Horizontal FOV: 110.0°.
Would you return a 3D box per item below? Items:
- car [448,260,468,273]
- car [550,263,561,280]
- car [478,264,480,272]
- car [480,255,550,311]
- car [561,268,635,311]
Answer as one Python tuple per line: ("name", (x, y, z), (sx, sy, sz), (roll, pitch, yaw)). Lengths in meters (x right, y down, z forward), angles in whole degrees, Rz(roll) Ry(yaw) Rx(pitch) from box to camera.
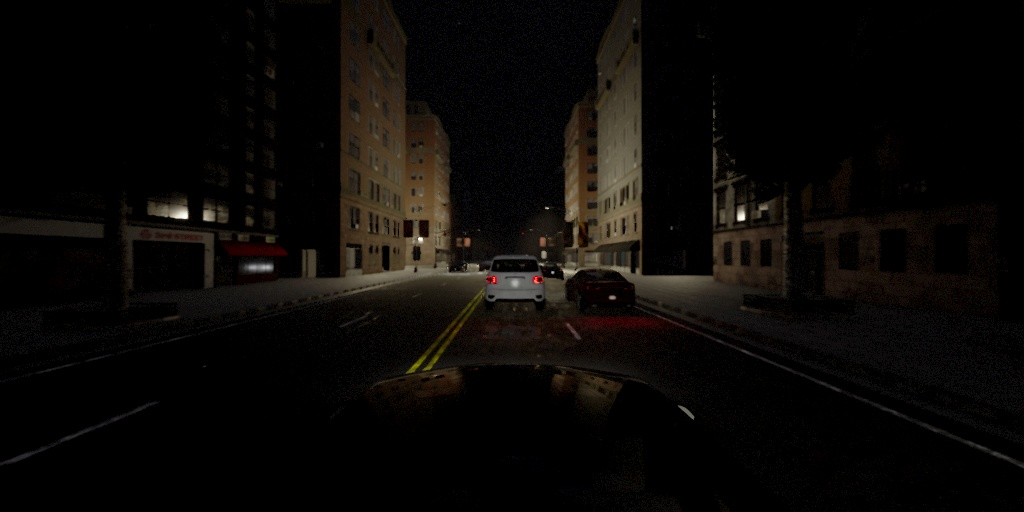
("car", (-6.521, 1.291, 43.881), (1.837, 1.490, 4.892), (0, 0, 1))
("car", (3.368, 1.340, 31.619), (1.994, 1.385, 4.181), (0, 0, 0))
("car", (-3.242, 1.334, 46.562), (2.033, 1.411, 5.357), (0, 0, 1))
("car", (0.107, 0.981, 14.595), (2.150, 2.045, 5.566), (0, 0, 0))
("car", (3.360, 1.239, 14.456), (1.882, 1.535, 5.008), (0, 0, 0))
